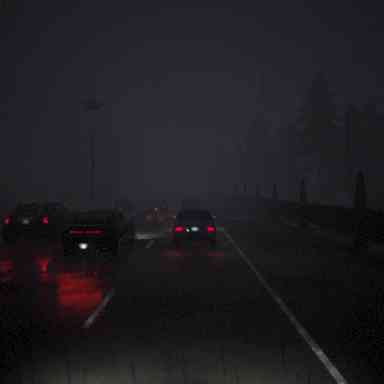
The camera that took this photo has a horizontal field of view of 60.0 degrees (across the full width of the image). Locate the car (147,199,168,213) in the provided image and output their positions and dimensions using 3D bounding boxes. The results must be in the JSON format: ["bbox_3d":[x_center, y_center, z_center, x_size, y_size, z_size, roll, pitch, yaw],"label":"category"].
[{"bbox_3d":[-3.460,1.382,34.002,1.895,1.301,4.718,0,0,-1],"label":"car"}]

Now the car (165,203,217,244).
[{"bbox_3d":[0.108,1.450,15.156,2.033,1.411,5.357,0,0,0],"label":"car"}]

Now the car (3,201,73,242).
[{"bbox_3d":[-6.894,1.249,15.920,2.097,1.767,4.553,0,0,0],"label":"car"}]

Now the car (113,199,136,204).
[{"bbox_3d":[-6.959,1.382,34.013,1.895,1.301,4.718,0,0,-1],"label":"car"}]

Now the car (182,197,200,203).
[{"bbox_3d":[-0.101,1.239,37.141,1.882,1.535,5.008,0,0,-2],"label":"car"}]

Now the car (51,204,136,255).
[{"bbox_3d":[-3.396,1.422,12.840,1.837,1.490,4.892,0,0,0],"label":"car"}]

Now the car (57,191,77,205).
[{"bbox_3d":[-19.821,0.882,53.024,2.150,2.045,5.566,0,0,-12],"label":"car"}]
